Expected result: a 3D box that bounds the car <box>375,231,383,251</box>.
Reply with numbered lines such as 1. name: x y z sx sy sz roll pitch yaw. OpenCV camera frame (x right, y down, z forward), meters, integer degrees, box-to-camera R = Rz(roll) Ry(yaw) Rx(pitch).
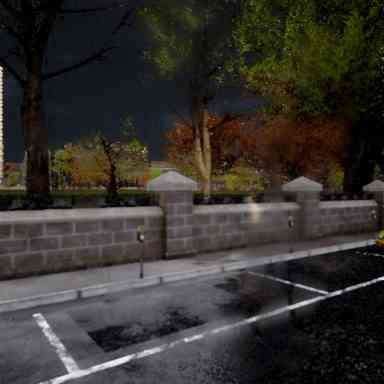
1. car: 8.904 1.523 12.913 4.829 1.417 1.752 0 0 -35
